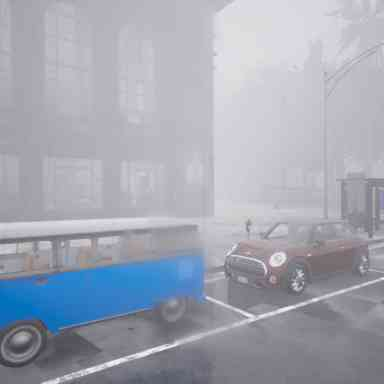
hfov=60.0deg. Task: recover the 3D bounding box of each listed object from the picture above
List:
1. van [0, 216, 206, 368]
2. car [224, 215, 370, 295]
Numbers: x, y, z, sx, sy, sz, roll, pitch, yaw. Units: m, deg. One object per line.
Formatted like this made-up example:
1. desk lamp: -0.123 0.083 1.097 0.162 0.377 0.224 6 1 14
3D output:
1. van: -1.664 1.341 5.464 3.998 1.788 1.690 0 0 -35
2. car: 2.757 1.439 8.611 4.097 1.590 1.967 0 0 -35
